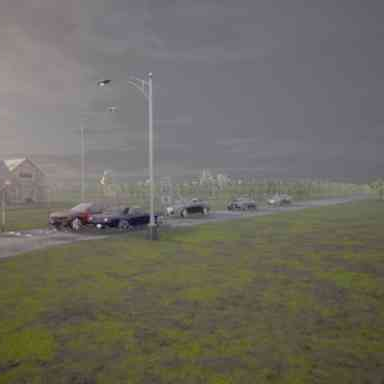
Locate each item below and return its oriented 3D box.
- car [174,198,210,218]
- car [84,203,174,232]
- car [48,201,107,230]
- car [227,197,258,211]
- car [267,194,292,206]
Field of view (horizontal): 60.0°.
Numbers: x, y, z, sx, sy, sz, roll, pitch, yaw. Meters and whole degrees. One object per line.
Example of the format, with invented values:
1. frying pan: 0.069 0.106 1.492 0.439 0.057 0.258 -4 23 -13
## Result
1. car: -0.353 1.265 28.015 2.128 1.511 4.902 0 0 36
2. car: -3.475 1.449 19.109 1.895 1.301 4.718 0 0 38
3. car: -6.151 1.339 20.166 1.882 1.535 5.008 0 0 36
4. car: 5.539 1.250 35.975 1.994 1.385 4.181 0 0 37
5. car: 11.672 1.087 44.225 2.128 1.511 4.902 0 0 37
